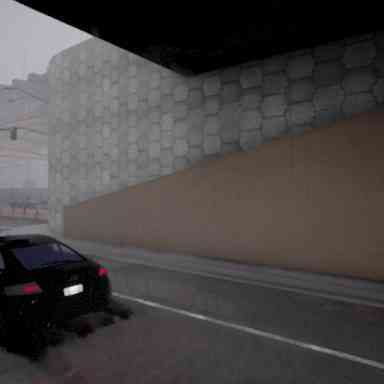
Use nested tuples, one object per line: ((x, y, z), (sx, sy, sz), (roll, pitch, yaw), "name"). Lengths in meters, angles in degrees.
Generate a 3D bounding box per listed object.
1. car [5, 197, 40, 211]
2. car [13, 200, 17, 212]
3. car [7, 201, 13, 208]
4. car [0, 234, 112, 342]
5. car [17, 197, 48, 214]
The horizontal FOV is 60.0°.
((-16.698, 1.157, 33.070), (1.853, 1.218, 4.536), (0, 0, -9), "car")
((-13.000, 1.335, 30.259), (4.974, 1.542, 2.038), (0, 0, 1), "car")
((-16.689, 1.315, 33.020), (2.038, 1.542, 4.974), (0, 0, -9), "car")
((-3.530, 1.536, 6.500), (4.181, 1.385, 1.994), (0, 0, 36), "car")
((-12.947, 1.177, 30.259), (4.536, 1.218, 1.853), (0, 0, 1), "car")
